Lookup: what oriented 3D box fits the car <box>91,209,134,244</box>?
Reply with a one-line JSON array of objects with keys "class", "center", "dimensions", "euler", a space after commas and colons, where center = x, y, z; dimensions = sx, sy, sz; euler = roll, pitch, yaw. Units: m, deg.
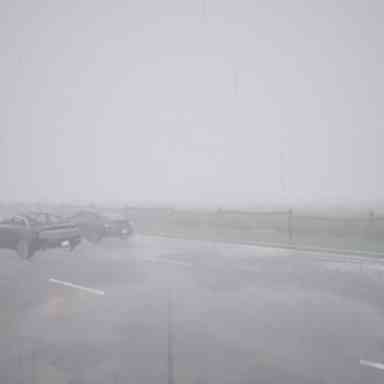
[{"class": "car", "center": [-4.820, 1.561, 15.948], "dimensions": [4.674, 1.442, 1.812], "euler": [-1, 0, 36]}]

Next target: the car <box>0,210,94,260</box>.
[{"class": "car", "center": [-6.250, 1.526, 12.668], "dimensions": [4.902, 1.511, 2.128], "euler": [0, 0, 36]}]
